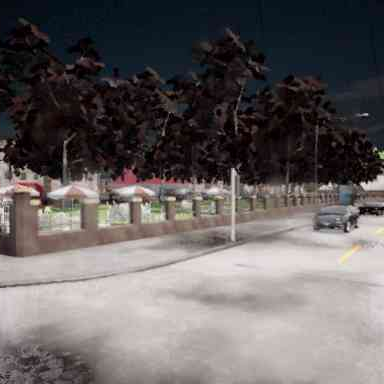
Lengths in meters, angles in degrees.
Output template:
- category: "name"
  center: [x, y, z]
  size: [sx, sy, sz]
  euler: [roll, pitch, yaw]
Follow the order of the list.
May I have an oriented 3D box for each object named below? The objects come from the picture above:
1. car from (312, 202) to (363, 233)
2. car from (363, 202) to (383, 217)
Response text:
- category: "car"
  center: [8.543, 1.477, 19.640]
  size: [1.837, 1.490, 4.892]
  euler: [0, 0, 36]
- category: "car"
  center: [16.581, 1.572, 30.861]
  size: [1.895, 1.301, 4.718]
  euler: [0, 0, 36]
